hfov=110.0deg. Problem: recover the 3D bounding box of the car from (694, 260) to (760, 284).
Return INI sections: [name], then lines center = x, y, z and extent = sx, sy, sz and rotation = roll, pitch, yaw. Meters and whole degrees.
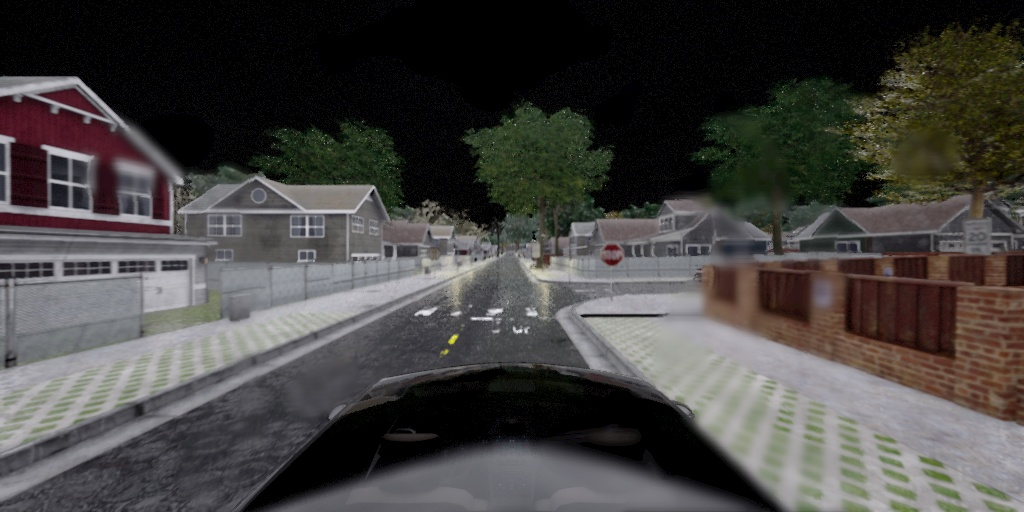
[car]
center = 11.469, 0.946, 17.402
extent = 4.902, 1.511, 2.128
rotation = -1, 0, -1
